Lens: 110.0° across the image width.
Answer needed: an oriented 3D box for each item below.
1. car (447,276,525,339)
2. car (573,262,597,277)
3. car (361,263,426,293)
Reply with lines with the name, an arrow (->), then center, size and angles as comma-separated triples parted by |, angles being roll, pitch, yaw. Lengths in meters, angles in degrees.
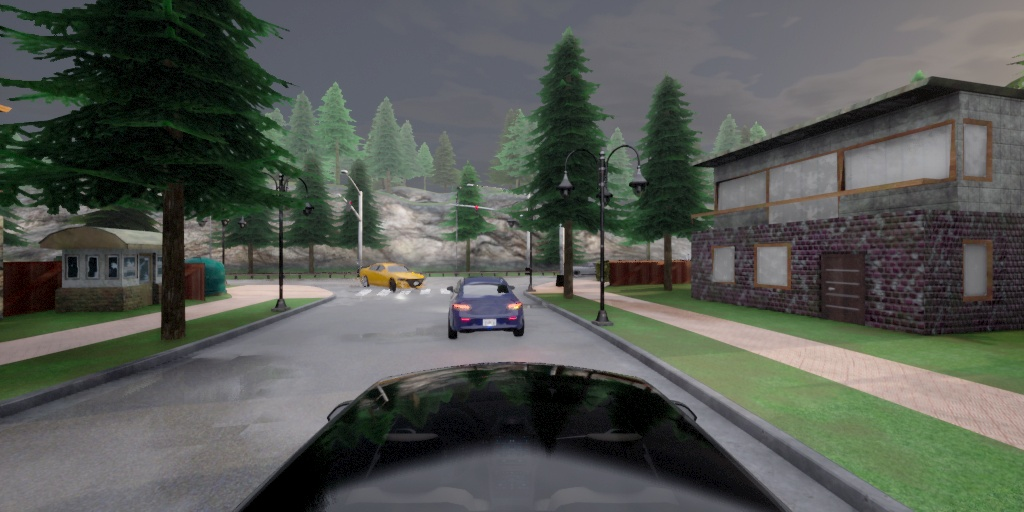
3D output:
car -> -0.832, 1.276, 10.050 | 1.812, 1.442, 4.674 | 0, 0, -9
car -> 6.880, 1.193, 32.181 | 4.718, 1.301, 1.895 | 0, 0, -12
car -> -7.053, 1.175, 21.160 | 5.008, 1.535, 1.882 | 1, 0, 42
